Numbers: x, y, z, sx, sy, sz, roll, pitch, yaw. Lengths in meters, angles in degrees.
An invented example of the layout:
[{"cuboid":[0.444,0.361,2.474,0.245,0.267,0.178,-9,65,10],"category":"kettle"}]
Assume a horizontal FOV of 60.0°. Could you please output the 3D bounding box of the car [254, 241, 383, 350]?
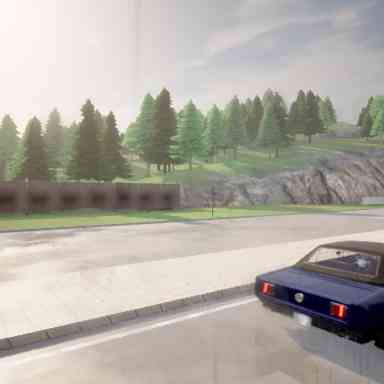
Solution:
[{"cuboid":[3.443,1.601,6.204,4.718,1.301,1.895,0,0,-36],"category":"car"}]
